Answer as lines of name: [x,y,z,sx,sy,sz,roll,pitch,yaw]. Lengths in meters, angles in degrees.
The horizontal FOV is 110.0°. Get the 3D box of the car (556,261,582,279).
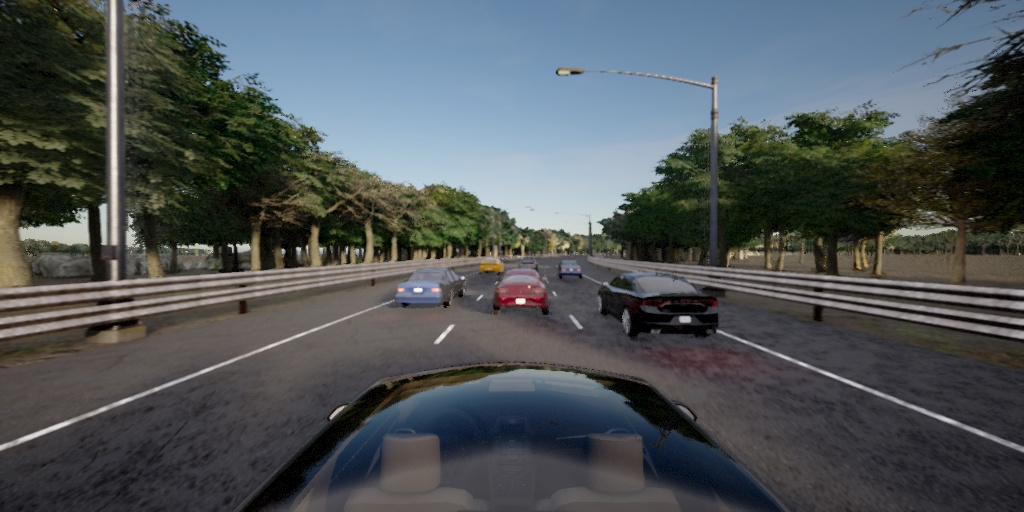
car: [4.689,1.086,29.703,2.033,1.411,5.357,0,0,4]

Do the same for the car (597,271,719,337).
car: [3.749,1.167,10.110,1.882,1.535,5.008,0,1,1]

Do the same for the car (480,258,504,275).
car: [-1.899,0.963,35.020,1.882,1.535,5.008,0,0,5]

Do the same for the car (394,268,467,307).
car: [-3.133,1.191,14.782,2.033,1.411,5.357,0,0,2]

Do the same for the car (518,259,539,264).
car: [1.607,0.983,34.908,2.128,1.511,4.902,0,0,5]

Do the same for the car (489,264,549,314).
car: [0.328,1.186,13.168,1.812,1.442,4.674,0,0,2]
